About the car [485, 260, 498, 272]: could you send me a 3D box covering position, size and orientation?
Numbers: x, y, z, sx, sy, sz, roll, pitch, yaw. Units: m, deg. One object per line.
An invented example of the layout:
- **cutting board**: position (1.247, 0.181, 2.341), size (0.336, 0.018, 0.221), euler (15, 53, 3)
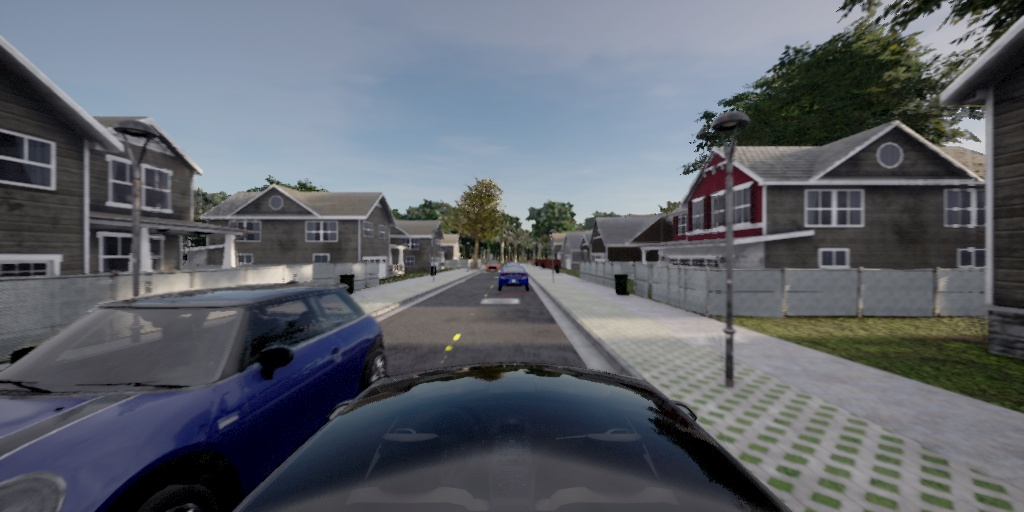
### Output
- **car**: position (-2.764, 1.371, 52.845), size (2.097, 1.767, 4.553), euler (0, 0, 0)

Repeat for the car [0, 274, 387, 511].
- **car**: position (-2.850, 1.109, 3.277), size (2.097, 1.767, 4.553), euler (0, 0, 0)

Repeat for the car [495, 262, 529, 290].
- **car**: position (0.099, 1.329, 23.573), size (1.882, 1.535, 5.008), euler (0, 0, 0)
